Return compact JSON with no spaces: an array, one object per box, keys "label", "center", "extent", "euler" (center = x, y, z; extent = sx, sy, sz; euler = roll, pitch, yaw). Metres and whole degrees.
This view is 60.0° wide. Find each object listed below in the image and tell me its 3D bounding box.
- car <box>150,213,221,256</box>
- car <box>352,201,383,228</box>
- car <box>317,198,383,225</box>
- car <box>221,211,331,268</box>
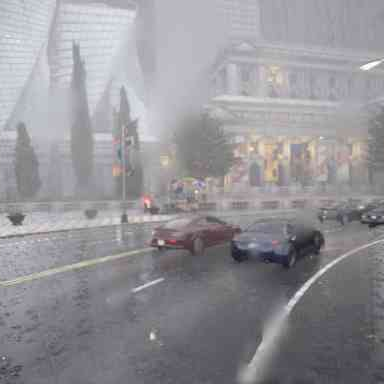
[{"label":"car","center":[0.301,1.604,13.666],"extent":[1.812,1.442,4.674],"euler":[-1,0,38]},{"label":"car","center":[12.365,1.436,20.047],"extent":[5.357,1.411,2.033],"euler":[-1,0,-32]},{"label":"car","center":[10.782,1.430,23.157],"extent":[4.902,1.511,2.128],"euler":[-1,0,-31]},{"label":"car","center":[3.064,1.577,11.520],"extent":[1.994,1.385,4.181],"euler":[-1,0,38]}]
